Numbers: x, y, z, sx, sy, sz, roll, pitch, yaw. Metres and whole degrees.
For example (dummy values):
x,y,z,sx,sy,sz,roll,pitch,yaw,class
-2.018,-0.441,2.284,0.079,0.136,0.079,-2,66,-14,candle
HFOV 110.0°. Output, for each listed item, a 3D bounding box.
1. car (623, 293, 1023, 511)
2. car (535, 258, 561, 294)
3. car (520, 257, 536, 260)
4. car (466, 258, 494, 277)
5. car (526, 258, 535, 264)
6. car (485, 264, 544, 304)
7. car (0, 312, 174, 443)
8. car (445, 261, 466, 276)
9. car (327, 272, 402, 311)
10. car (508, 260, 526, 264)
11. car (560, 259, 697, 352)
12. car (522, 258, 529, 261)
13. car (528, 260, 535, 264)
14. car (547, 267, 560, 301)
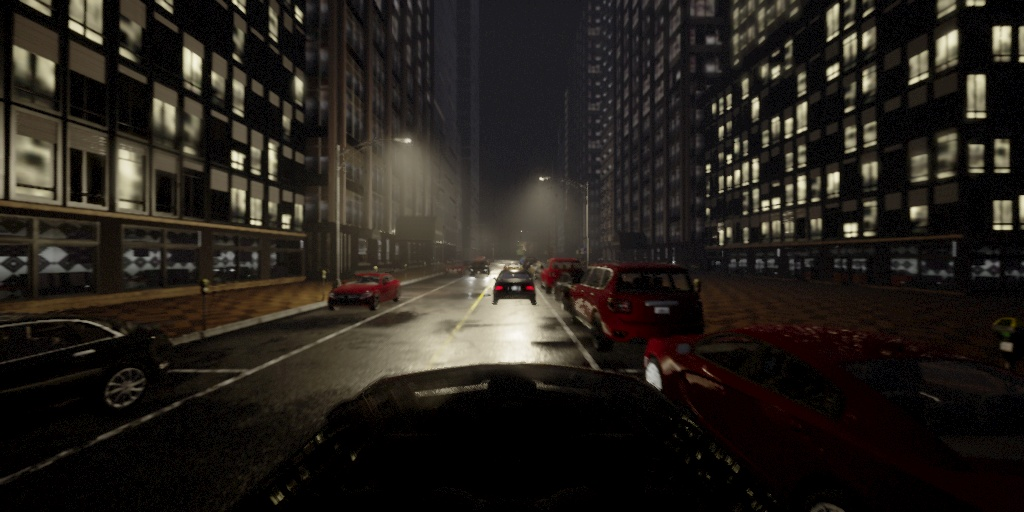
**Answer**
x,y,z,sx,sy,sz,roll,pitch,yaw,class
2.691,1.294,3.284,1.888,1.381,4.507,0,0,0,car
2.695,1.051,19.902,2.192,1.841,5.009,0,0,0,car
2.700,1.025,53.138,2.192,1.841,5.009,0,0,0,car
-3.082,1.228,35.736,1.837,1.490,4.892,0,1,0,car
2.698,1.249,36.690,1.751,1.417,4.829,0,0,0,car
0.103,1.287,16.267,2.033,1.411,5.357,0,0,0,car
-5.689,1.300,3.284,2.007,1.370,4.403,0,0,0,car
-5.683,1.307,36.521,1.802,1.307,4.207,0,0,0,car
-5.687,1.323,14.364,1.802,1.307,4.207,0,0,0,car
0.106,1.327,33.863,1.895,1.301,4.718,0,0,0,car
2.692,1.059,8.824,2.192,1.841,5.009,0,0,0,car
2.700,1.281,47.599,1.948,1.339,4.313,0,0,0,car
2.697,1.279,30.981,2.007,1.370,4.403,0,0,0,car
2.694,1.307,14.363,1.948,1.339,4.313,0,0,0,car
